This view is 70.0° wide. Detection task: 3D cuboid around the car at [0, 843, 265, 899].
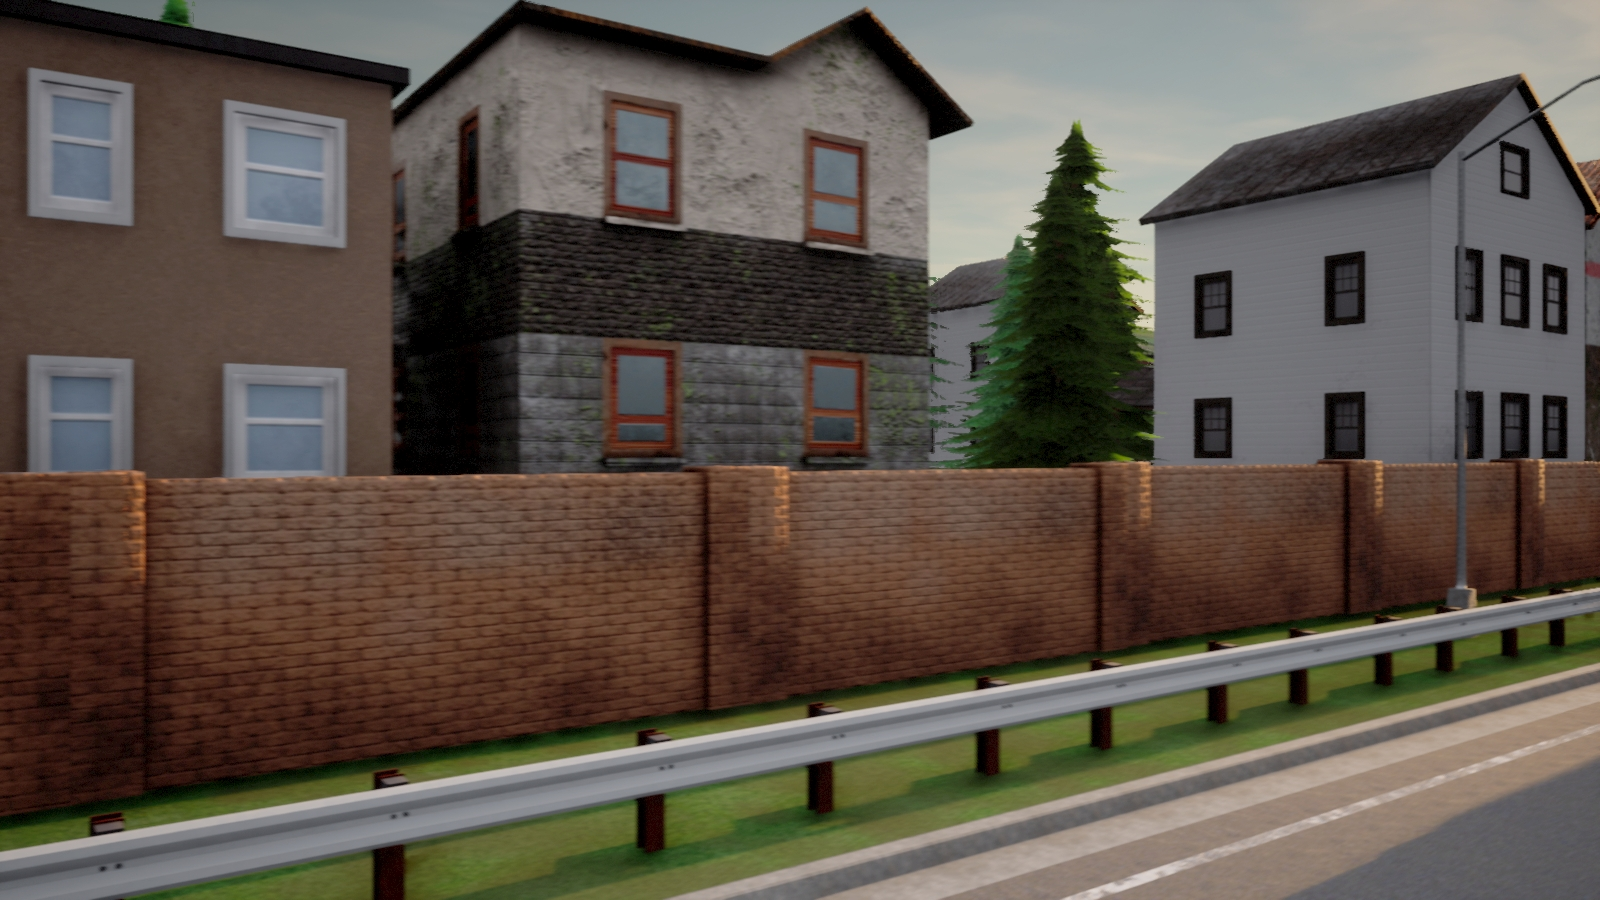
[{"bbox_3d":[-3.125,2.040,1.600,4.514,1.525,2.007,0,0,-35],"label":"car"}]
